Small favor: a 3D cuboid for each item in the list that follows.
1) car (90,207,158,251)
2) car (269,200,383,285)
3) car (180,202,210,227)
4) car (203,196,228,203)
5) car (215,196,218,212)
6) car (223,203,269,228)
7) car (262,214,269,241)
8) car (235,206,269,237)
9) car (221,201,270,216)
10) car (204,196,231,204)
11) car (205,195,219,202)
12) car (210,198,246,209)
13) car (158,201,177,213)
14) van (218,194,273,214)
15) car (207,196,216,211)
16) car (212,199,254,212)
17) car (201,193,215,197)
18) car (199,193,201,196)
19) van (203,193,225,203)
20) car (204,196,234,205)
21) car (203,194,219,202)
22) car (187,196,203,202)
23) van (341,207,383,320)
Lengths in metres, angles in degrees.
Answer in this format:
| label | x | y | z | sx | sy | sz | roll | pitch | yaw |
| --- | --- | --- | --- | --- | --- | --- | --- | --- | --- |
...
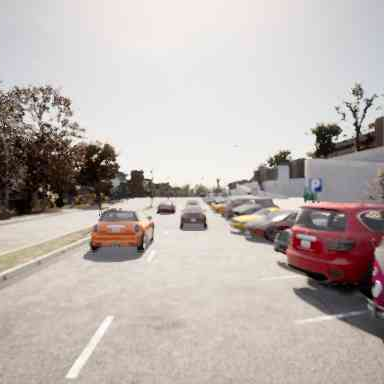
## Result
| label | x | y | z | sx | sy | sz | roll | pitch | yaw |
| --- | --- | --- | --- | --- | --- | --- | --- | --- | --- |
| car | -2.903 | 1.482 | 14.834 | 2.097 | 1.767 | 4.553 | 0 | 0 | 0 |
| car | 5.098 | 1.321 | 8.488 | 5.566 | 2.045 | 2.435 | 1 | -1 | -20 |
| car | 0.101 | 1.687 | 24.155 | 1.812 | 1.442 | 4.674 | 0 | 0 | 0 |
| car | 5.079 | 1.590 | 71.137 | 4.792 | 1.488 | 2.163 | 1 | 0 | -20 |
| car | 5.035 | 1.516 | 32.343 | 4.553 | 1.767 | 2.185 | 1 | 0 | -20 |
| car | 4.894 | 1.638 | 20.342 | 5.366 | 1.575 | 1.946 | 1 | 0 | -20 |
| car | 5.064 | 1.634 | 11.457 | 4.674 | 1.452 | 2.002 | 1 | -1 | -20 |
| car | 5.039 | 1.661 | 17.414 | 4.792 | 1.488 | 2.163 | 1 | 0 | -20 |
| car | 5.059 | 1.692 | 26.383 | 4.674 | 1.452 | 2.002 | 1 | 0 | -20 |
| car | 5.228 | 1.554 | 68.207 | 5.366 | 1.575 | 1.946 | 1 | 0 | -20 |
| car | 4.887 | 1.581 | 44.219 | 5.366 | 1.575 | 1.946 | 1 | 0 | -20 |
| car | 5.055 | 1.614 | 47.268 | 4.674 | 1.452 | 2.002 | 1 | 0 | -20 |
| car | -2.909 | 1.686 | 38.817 | 1.994 | 1.385 | 4.181 | 0 | 0 | 0 |
| van | 4.959 | 1.424 | 29.315 | 4.442 | 1.987 | 1.878 | 1 | 1 | -20 |
| car | 4.888 | 1.612 | 38.253 | 5.366 | 1.575 | 1.946 | 1 | 1 | -20 |
| car | 5.087 | 1.631 | 41.315 | 4.792 | 1.488 | 2.163 | 1 | 0 | -20 |
| car | 5.086 | 1.298 | 59.210 | 5.566 | 2.045 | 2.435 | 1 | 0 | -20 |
| car | 4.880 | 1.565 | 77.022 | 5.366 | 1.575 | 1.946 | 1 | 0 | -20 |
| van | 4.947 | 1.337 | 74.064 | 4.442 | 1.987 | 1.878 | 1 | 0 | -20 |
| car | 5.062 | 1.549 | 62.174 | 5.008 | 1.535 | 2.097 | 1 | 0 | -20 |
| car | 5.067 | 1.554 | 56.208 | 4.892 | 1.521 | 2.231 | 1 | 0 | -20 |
| car | 0.092 | 1.634 | 41.523 | 1.812 | 1.442 | 4.674 | 0 | 0 | 0 |
| van | 4.964 | 1.316 | 5.445 | 4.442 | 1.987 | 1.878 | 1 | 0 | -20 |
